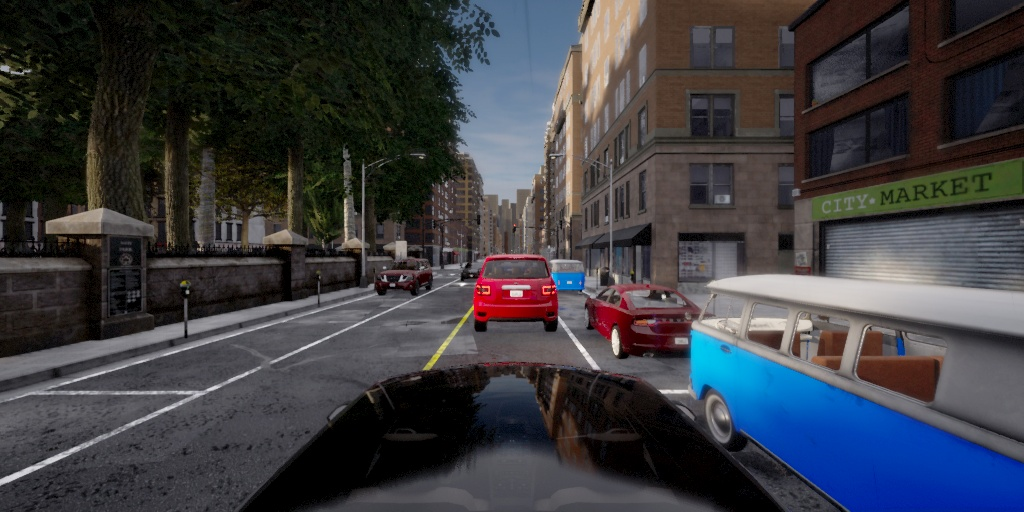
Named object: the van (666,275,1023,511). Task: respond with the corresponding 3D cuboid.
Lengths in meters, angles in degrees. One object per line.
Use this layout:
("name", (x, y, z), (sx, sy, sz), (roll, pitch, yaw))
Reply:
("van", (2.856, 1.091, 2.600), (1.690, 1.789, 3.998), (0, 0, 0))

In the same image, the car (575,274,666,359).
("car", (2.853, 1.294, 8.261), (1.888, 1.381, 4.507), (0, 0, 0))

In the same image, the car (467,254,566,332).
("car", (0.092, 0.970, 11.019), (2.150, 2.045, 5.566), (0, 0, 0))

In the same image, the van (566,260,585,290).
("van", (2.847, 1.086, 19.582), (1.690, 1.789, 3.998), (0, 0, 0))

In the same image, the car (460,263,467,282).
("car", (-3.023, 1.246, 29.154), (1.837, 1.490, 4.892), (0, 0, 0))

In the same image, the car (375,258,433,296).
("car", (-5.678, 1.059, 19.537), (2.192, 1.841, 5.009), (0, 0, 0))
